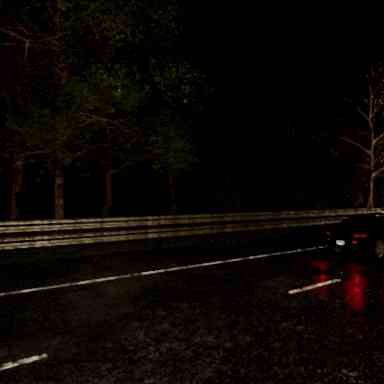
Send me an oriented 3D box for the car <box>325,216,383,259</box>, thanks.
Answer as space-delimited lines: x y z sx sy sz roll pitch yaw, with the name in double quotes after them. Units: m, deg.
7.178 1.676 13.273 4.674 1.442 1.812 1 0 -36 "car"
